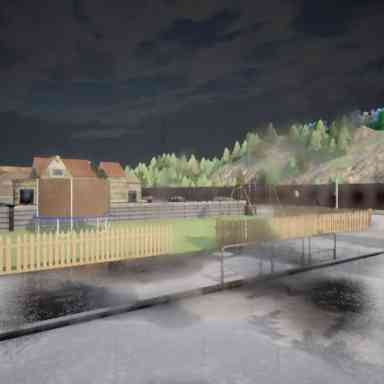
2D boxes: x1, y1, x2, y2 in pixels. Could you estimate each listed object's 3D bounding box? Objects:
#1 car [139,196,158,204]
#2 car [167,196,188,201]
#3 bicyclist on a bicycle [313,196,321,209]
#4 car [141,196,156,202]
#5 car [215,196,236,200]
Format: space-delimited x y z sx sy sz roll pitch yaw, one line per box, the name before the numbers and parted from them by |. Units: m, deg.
car | -8.755 1.514 66.256 1.812 1.442 4.674 0 0 -36
car | -2.641 1.493 57.818 1.837 1.490 4.892 0 0 -35
bicyclist on a bicycle | 15.152 1.335 40.287 1.656 1.620 0.582 0 0 -36
car | -8.338 1.590 58.805 1.895 1.301 4.718 0 0 -35
car | 4.505 1.341 40.730 2.097 1.767 4.553 0 0 -36
